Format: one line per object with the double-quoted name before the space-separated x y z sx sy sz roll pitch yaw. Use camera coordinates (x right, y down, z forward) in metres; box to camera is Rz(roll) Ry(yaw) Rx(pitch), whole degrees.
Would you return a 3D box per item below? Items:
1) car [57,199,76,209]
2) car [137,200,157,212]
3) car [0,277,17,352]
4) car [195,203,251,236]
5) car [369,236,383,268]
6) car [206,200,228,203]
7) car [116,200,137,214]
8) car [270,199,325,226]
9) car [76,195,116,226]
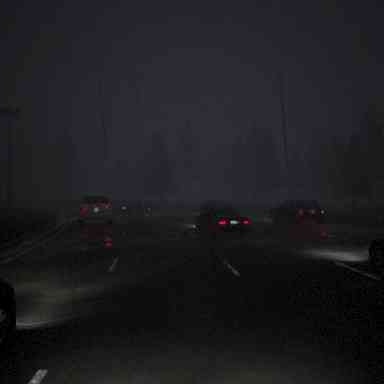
"car" -16.790 1.598 46.140 4.718 1.301 1.895 0 0 39
"car" -5.926 1.598 38.981 1.895 1.301 4.718 0 0 -31
"car" -3.625 1.353 3.128 2.097 1.767 4.553 0 0 -2
"car" 1.557 1.545 18.654 2.033 1.411 5.357 0 0 -12
"car" 6.518 1.525 8.380 1.812 1.442 4.674 0 0 -5
"car" 2.115 1.475 29.671 1.882 1.535 5.008 0 0 -18
"car" -7.647 1.560 34.827 1.994 1.385 4.181 0 0 -27
"car" 7.391 1.350 23.798 2.097 1.767 4.553 0 0 -14
"car" -6.974 1.217 23.921 2.150 2.045 5.566 0 0 -17
